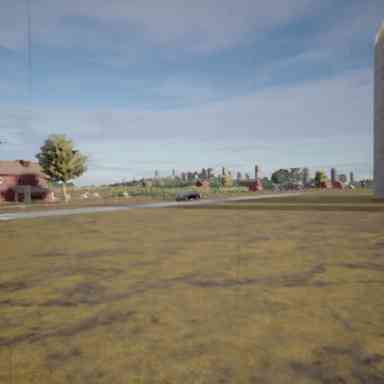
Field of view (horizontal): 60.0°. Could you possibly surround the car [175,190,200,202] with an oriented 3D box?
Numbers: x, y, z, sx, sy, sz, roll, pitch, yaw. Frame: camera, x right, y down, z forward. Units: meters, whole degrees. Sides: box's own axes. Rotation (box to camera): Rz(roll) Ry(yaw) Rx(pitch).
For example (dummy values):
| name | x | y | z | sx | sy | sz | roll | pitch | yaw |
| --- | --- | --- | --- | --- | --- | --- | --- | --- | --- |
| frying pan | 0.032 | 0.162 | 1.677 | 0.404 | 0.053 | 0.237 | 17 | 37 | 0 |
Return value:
| name | x | y | z | sx | sy | sz | roll | pitch | yaw |
| --- | --- | --- | --- | --- | --- | --- | --- | --- | --- |
| car | -0.711 | 0.718 | 60.365 | 2.150 | 2.045 | 5.566 | 0 | 1 | 36 |
